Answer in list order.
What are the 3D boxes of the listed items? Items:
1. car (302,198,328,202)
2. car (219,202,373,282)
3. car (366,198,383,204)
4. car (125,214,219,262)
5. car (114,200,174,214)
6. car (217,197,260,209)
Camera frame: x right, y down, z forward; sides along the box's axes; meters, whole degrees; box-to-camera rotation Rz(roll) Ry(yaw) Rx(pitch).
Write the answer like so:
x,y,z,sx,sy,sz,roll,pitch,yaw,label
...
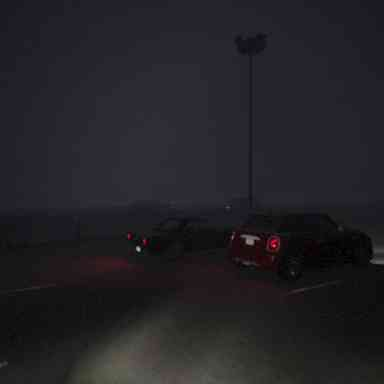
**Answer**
x,y,z,sx,sy,sz,roll,pitch,yaw,label
17.046,1.503,46.344,4.181,1.385,1.994,0,0,-29,car
3.324,1.338,9.923,4.553,1.767,2.097,0,0,-32,car
20.210,1.442,36.085,5.008,1.535,1.882,0,0,-29,car
0.117,1.577,12.076,4.718,1.301,1.895,0,0,-32,car
-4.282,1.480,30.154,5.357,1.411,2.033,0,0,-31,car
4.491,1.298,31.183,4.553,1.767,2.097,0,0,-30,car
